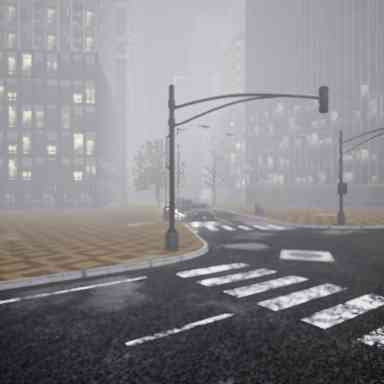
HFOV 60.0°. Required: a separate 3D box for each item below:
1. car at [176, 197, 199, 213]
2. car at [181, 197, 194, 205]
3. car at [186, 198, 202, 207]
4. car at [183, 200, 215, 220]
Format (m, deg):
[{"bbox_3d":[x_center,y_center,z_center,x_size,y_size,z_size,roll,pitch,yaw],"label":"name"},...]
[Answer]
[{"bbox_3d":[-0.502,1.655,39.286,1.882,1.535,5.008,0,0,-7],"label":"car"},{"bbox_3d":[-0.934,1.828,68.593,2.128,1.511,4.902,0,0,-7],"label":"car"},{"bbox_3d":[0.318,1.774,58.252,2.128,1.511,4.902,0,0,-7],"label":"car"},{"bbox_3d":[0.691,1.666,29.362,2.033,1.411,5.357,0,0,-7],"label":"car"}]
